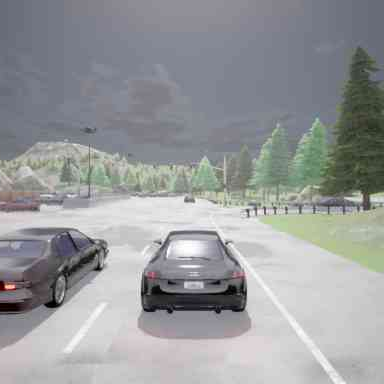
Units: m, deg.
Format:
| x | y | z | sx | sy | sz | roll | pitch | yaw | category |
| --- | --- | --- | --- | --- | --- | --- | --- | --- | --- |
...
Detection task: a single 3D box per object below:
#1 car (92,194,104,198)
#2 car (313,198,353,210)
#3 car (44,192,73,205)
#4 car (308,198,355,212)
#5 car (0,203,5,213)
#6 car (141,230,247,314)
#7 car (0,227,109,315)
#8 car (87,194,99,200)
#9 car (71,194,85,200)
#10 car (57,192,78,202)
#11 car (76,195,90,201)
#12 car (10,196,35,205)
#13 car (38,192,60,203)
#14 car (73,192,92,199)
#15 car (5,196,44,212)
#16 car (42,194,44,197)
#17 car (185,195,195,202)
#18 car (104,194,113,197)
| x | y | z | sx | sy | sz | roll | pitch | yaw | category |
| --- | --- | --- | --- | --- | --- | --- | --- | --- | --- |
| -21.660 | 1.271 | 73.473 | 2.128 | 1.511 | 4.902 | 0 | 0 | -1 | car |
| 17.237 | 1.456 | 40.910 | 4.181 | 1.385 | 1.994 | 0 | 0 | 8 | car |
| -21.552 | 1.185 | 53.883 | 2.097 | 1.767 | 4.553 | 0 | 0 | 0 | car |
| 15.683 | 1.398 | 37.566 | 4.902 | 1.511 | 2.128 | 0 | 0 | 7 | car |
| -6.940 | 1.221 | 7.638 | 2.150 | 2.045 | 5.566 | 0 | 0 | -2 | car |
| 0.035 | 1.563 | 7.694 | 1.994 | 1.385 | 4.181 | 0 | 0 | 0 | car |
| -3.464 | 1.547 | 7.846 | 2.033 | 1.411 | 5.357 | 0 | 0 | 0 | car |
| -25.507 | 1.244 | 85.830 | 1.994 | 1.385 | 4.181 | 0 | 0 | -3 | car |
| -28.905 | 1.222 | 84.573 | 2.128 | 1.511 | 4.902 | 0 | 0 | -3 | car |
| -25.100 | 0.998 | 67.323 | 2.150 | 2.045 | 5.566 | 0 | 0 | -1 | car |
| -25.196 | 1.325 | 77.092 | 1.895 | 1.301 | 4.718 | 0 | 0 | -1 | car |
| -28.552 | 1.387 | 56.132 | 1.994 | 1.385 | 4.181 | 0 | 0 | 0 | car |
| -28.594 | 1.001 | 66.662 | 2.150 | 2.045 | 5.566 | 0 | 0 | -1 | car |
| -21.593 | 1.277 | 64.144 | 2.128 | 1.511 | 4.902 | 0 | 0 | 0 | car |
| -18.728 | 1.479 | 35.941 | 4.181 | 1.385 | 1.994 | 0 | 0 | -10 | car |
| -25.062 | 1.385 | 56.613 | 1.994 | 1.385 | 4.181 | 0 | 0 | 0 | car |
| -0.478 | 1.338 | 67.298 | 1.994 | 1.385 | 4.181 | 0 | 0 | -1 | car |
| -21.986 | 1.216 | 85.761 | 1.812 | 1.442 | 4.674 | 0 | 0 | -3 | car |
